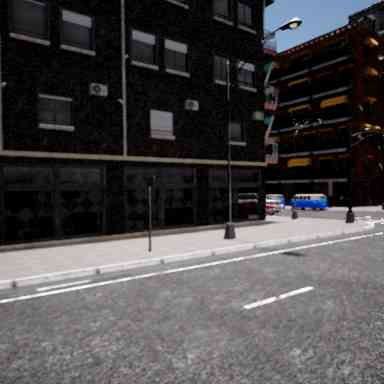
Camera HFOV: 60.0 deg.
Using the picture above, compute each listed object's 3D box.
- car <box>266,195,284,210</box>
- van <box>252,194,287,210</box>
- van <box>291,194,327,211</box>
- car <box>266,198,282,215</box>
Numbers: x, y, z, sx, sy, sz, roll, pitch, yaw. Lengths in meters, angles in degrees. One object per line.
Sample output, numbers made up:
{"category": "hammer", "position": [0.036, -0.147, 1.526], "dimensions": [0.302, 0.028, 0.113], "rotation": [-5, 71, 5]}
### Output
{"category": "car", "position": [6.873, 1.147, 34.946], "dimensions": [2.150, 2.045, 5.566], "rotation": [-1, 0, -36]}
{"category": "van", "position": [9.491, 1.205, 41.146], "dimensions": [1.690, 1.788, 3.998], "rotation": [-2, 1, -36]}
{"category": "van", "position": [12.806, 1.131, 36.630], "dimensions": [1.690, 1.788, 3.998], "rotation": [-2, 1, -36]}
{"category": "car", "position": [6.072, 1.527, 31.715], "dimensions": [1.802, 1.307, 4.206], "rotation": [-2, 1, -36]}
